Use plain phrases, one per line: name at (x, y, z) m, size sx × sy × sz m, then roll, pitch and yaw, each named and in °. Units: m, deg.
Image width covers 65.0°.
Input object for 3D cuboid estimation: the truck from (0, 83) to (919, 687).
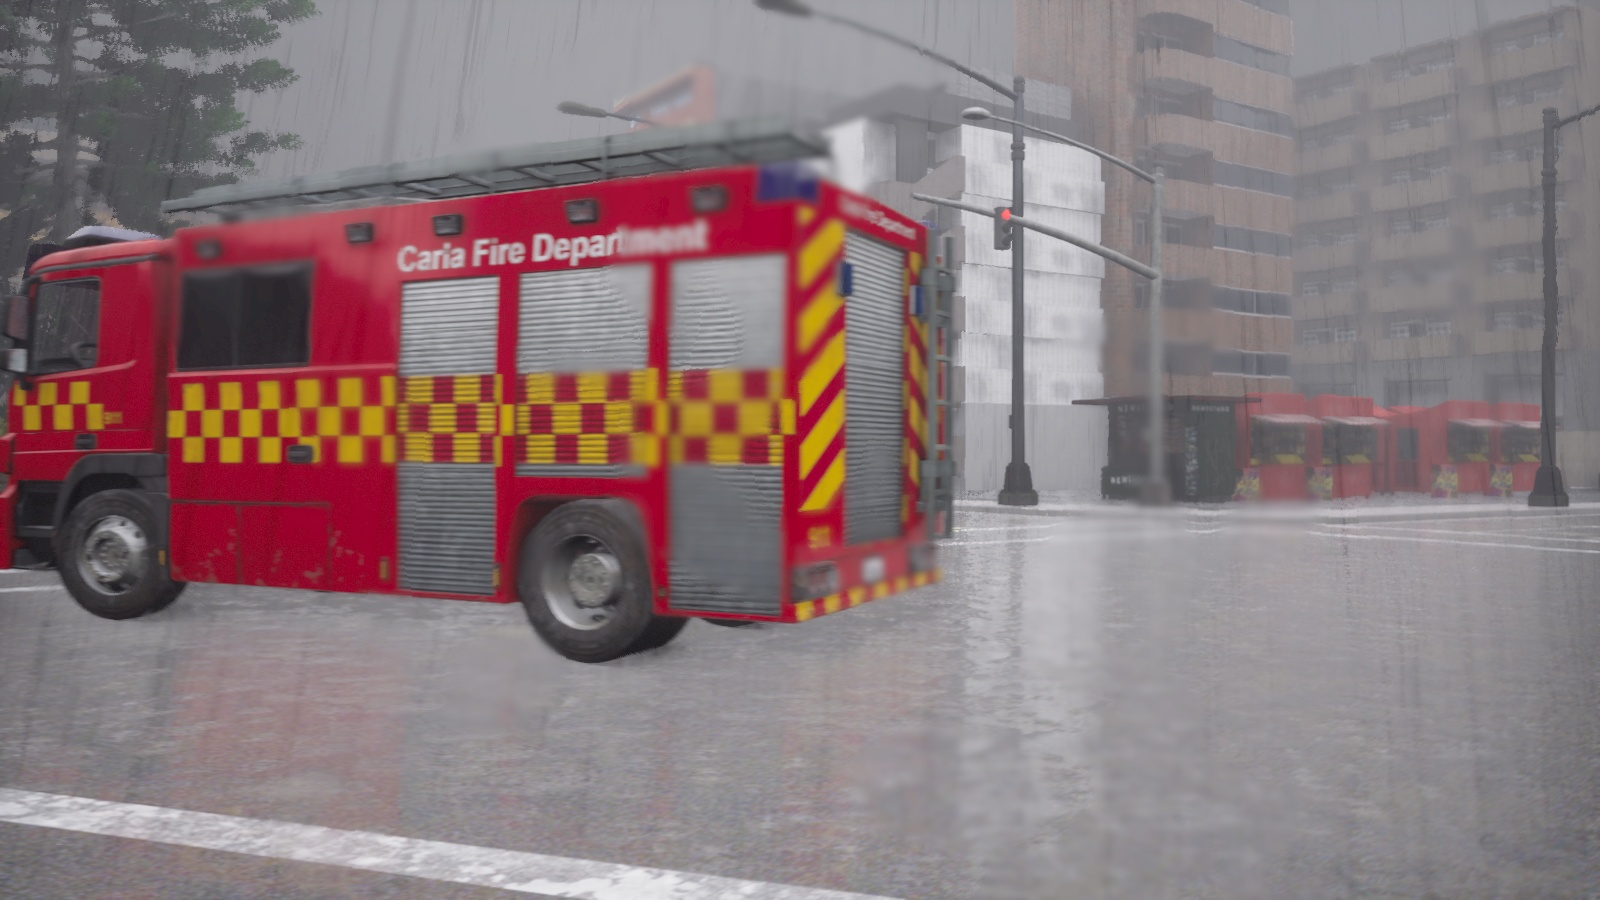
truck at (-3.450, -0.404, 11.101) m, size 8.468 × 3.827 × 2.891 m, roll 0°, pitch 0°, yaw 26°
